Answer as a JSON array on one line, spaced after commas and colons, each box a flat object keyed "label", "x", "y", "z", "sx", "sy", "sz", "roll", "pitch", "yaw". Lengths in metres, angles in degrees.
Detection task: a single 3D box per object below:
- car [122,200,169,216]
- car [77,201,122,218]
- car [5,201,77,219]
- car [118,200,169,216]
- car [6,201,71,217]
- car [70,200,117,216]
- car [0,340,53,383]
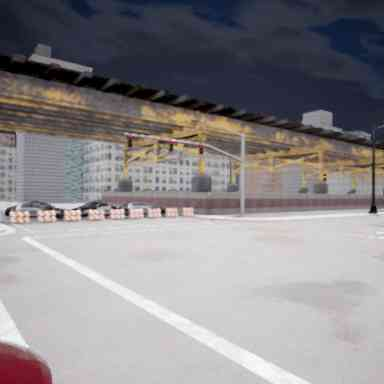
[{"label": "car", "x": -4.923, "y": 1.479, "z": 33.849, "sx": 4.536, "sy": 1.218, "sz": 1.853, "roll": 1, "pitch": 0, "yaw": -7}, {"label": "car", "x": -8.782, "y": 1.574, "z": 30.093, "sx": 2.038, "sy": 1.542, "sz": 4.974, "roll": 0, "pitch": 0, "yaw": 18}, {"label": "car", "x": -12.526, "y": 1.520, "z": 27.407, "sx": 4.974, "sy": 1.542, "sz": 2.038, "roll": 0, "pitch": 0, "yaw": 8}, {"label": "car", "x": -4.873, "y": 1.637, "z": 33.854, "sx": 4.974, "sy": 1.542, "sz": 2.038, "roll": 1, "pitch": 0, "yaw": -7}, {"label": "car", "x": -12.576, "y": 1.362, "z": 27.415, "sx": 4.536, "sy": 1.218, "sz": 1.853, "roll": 0, "pitch": 0, "yaw": 8}, {"label": "car", "x": -8.765, "y": 1.417, "z": 30.144, "sx": 1.853, "sy": 1.218, "sz": 4.536, "roll": 0, "pitch": 0, "yaw": 18}, {"label": "car", "x": -3.114, "y": 1.505, "z": 1.537, "sx": 4.674, "sy": 1.442, "sz": 1.812, "roll": 1, "pitch": -1, "yaw": -35}]
